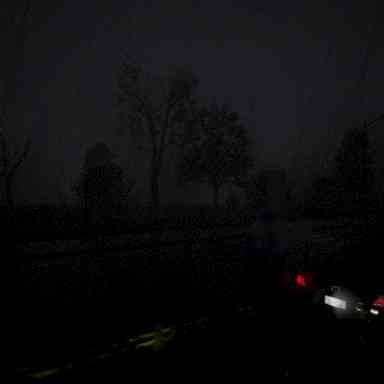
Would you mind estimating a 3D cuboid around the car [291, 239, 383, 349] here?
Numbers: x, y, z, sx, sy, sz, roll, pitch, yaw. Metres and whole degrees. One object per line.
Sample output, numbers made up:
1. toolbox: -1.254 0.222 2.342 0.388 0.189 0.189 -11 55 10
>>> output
1. car: 3.728 1.563 5.943 4.181 1.385 1.994 0 0 -34
